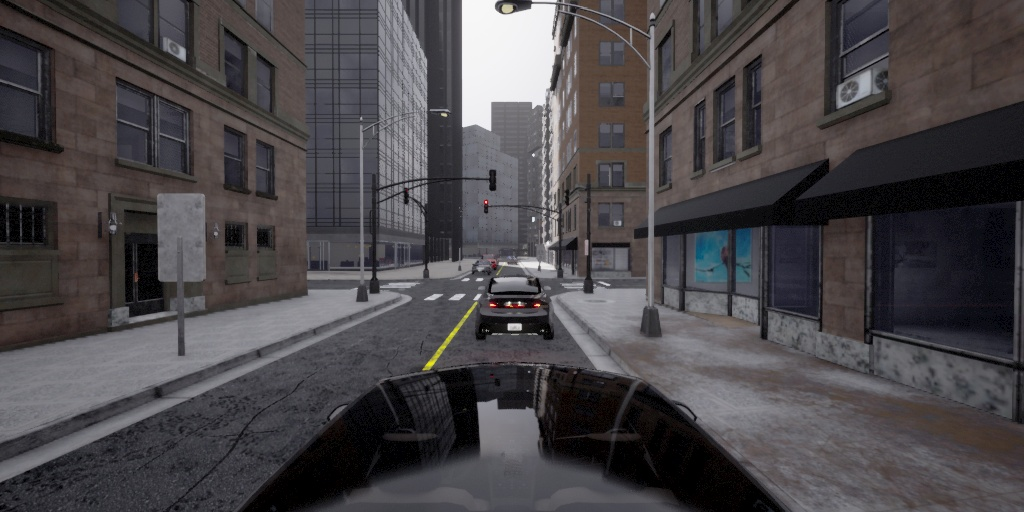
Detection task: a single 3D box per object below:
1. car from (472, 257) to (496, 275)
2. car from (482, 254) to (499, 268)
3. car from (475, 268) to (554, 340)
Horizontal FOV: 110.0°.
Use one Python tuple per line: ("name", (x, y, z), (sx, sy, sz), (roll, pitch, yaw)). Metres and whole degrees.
("car", (-3.133, 1.163, 37.976), (2.128, 1.511, 4.902), (0, 0, 0))
("car", (-3.150, 0.809, 48.281), (2.150, 2.045, 5.566), (0, 1, 0))
("car", (0.070, 1.252, 9.987), (1.837, 1.490, 4.892), (0, 0, 0))
